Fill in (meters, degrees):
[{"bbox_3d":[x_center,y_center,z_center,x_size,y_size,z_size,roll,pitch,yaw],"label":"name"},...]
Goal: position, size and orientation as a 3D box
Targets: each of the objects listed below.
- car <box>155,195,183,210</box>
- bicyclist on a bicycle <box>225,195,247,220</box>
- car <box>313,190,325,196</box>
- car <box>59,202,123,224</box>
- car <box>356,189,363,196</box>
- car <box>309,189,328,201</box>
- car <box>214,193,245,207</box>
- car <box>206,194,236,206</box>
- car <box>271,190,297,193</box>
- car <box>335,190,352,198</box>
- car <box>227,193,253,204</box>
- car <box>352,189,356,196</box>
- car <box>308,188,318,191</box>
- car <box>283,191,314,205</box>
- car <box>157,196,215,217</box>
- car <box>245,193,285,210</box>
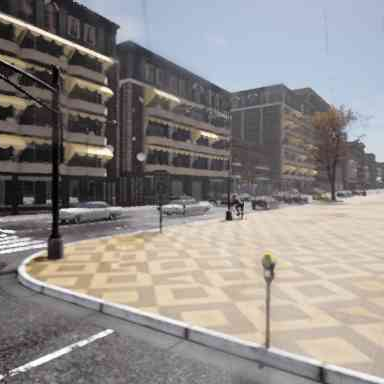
[{"bbox_3d":[-1.410,1.109,31.351,1.837,1.490,4.892,0,1,35],"label":"car"},{"bbox_3d":[2.966,1.038,22.320,1.656,1.620,0.582,0,1,35],"label":"bicyclist on a bicycle"},{"bbox_3d":[32.334,0.158,84.638,1.887,1.381,4.507,2,2,35],"label":"car"},{"bbox_3d":[-7.137,1.363,23.083,1.895,1.301,4.718,0,1,35],"label":"car"},{"bbox_3d":[39.226,0.106,79.866,1.967,1.590,4.097,1,2,35],"label":"car"},{"bbox_3d":[20.306,0.702,52.534,1.752,1.417,4.829,1,2,35],"label":"car"},{"bbox_3d":[4.456,0.934,39.806,2.128,1.511,4.902,0,1,35],"label":"car"},{"bbox_3d":[3.810,0.952,43.427,1.947,1.339,4.313,2,2,35],"label":"car"},{"bbox_3d":[13.415,0.836,47.215,2.033,1.411,5.357,0,1,35],"label":"car"},{"bbox_3d":[29.717,0.473,66.132,2.008,1.369,4.403,1,2,35],"label":"car"},{"bbox_3d":[6.979,0.850,48.005,2.008,1.369,4.403,2,2,35],"label":"car"},{"bbox_3d":[32.886,0.387,70.710,2.008,1.369,4.403,1,2,35],"label":"car"},{"bbox_3d":[29.167,0.013,80.053,2.192,1.841,5.009,2,2,35],"label":"car"},{"bbox_3d":[13.869,0.903,43.236,2.008,1.369,4.403,1,2,35],"label":"car"},{"bbox_3d":[-0.363,1.268,27.305,1.895,1.301,4.718,0,1,35],"label":"car"},{"bbox_3d":[7.530,1.077,34.077,2.008,1.369,4.403,1,2,35],"label":"car"}]
